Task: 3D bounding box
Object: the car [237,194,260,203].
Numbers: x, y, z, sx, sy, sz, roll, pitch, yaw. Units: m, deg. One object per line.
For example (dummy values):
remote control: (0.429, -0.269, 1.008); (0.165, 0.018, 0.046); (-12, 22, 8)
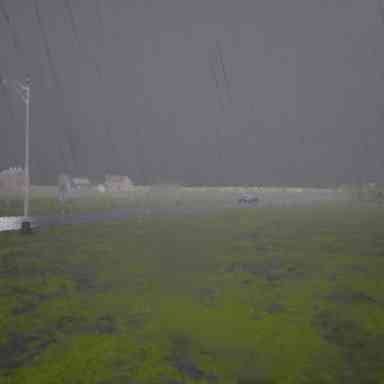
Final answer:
car: (9.245, 1.064, 53.499); (2.033, 1.411, 5.357); (2, 1, 34)
